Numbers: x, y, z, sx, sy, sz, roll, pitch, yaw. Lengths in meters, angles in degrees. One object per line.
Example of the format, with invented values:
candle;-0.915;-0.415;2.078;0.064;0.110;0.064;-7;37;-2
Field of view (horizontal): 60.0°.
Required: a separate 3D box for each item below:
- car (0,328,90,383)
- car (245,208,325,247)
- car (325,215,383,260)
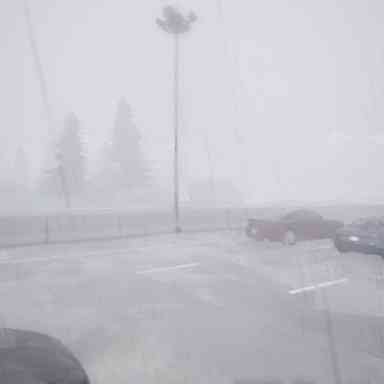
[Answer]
car;-2.955;1.497;1.578;4.892;1.490;1.837;0;0;-36
car;4.681;1.449;14.803;5.008;1.535;1.882;0;0;-31
car;7.199;1.544;12.204;4.181;1.385;1.994;0;0;-30
